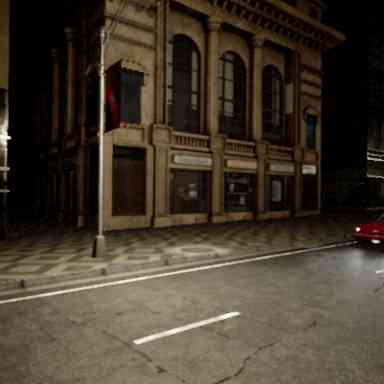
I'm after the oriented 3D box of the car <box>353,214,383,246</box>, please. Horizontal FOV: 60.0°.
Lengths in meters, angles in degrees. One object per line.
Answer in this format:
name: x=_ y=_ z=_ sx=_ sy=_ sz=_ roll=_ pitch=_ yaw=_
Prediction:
car: x=8.794 y=1.565 z=13.947 sx=4.718 sy=1.301 sz=1.895 roll=0 pitch=0 yaw=-35
